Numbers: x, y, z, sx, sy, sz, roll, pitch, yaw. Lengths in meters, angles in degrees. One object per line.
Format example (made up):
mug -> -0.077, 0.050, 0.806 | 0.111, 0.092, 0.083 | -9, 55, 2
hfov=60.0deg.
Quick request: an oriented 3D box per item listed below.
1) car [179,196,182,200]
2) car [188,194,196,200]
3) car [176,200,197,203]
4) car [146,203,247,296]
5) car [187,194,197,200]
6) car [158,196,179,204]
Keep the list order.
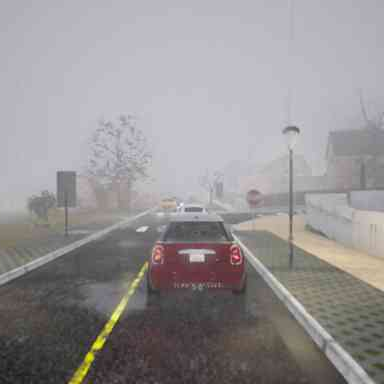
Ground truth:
car -> -2.821, 1.427, 50.392 | 1.812, 1.442, 4.674 | 0, 1, 0
car -> 0.025, 1.225, 79.945 | 1.812, 1.442, 4.674 | 0, 0, 0
car -> 0.099, 1.466, 20.994 | 1.812, 1.442, 4.674 | -1, 1, 0
car -> 0.102, 1.331, 8.756 | 2.097, 1.767, 4.553 | 0, 0, 0
car -> 0.022, 1.421, 69.939 | 1.994, 1.385, 4.181 | 0, 0, 0
car -> -2.775, 1.397, 37.975 | 1.882, 1.535, 5.008 | 0, 0, -2
